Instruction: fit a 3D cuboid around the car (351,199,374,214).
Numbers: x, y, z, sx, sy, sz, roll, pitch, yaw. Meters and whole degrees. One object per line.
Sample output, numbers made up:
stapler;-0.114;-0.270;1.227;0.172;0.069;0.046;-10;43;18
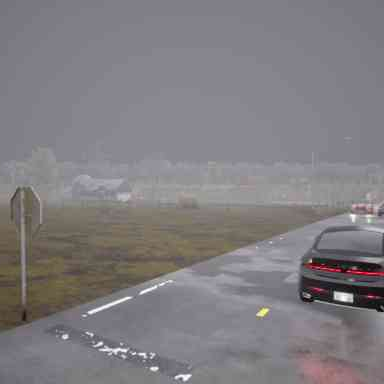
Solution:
car;20.031;1.644;39.049;2.097;1.767;4.553;0;-1;32

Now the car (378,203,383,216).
car;20.272;1.796;34.106;1.994;1.385;4.181;0;-1;32

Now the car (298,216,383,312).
car;3.812;1.517;7.633;1.837;1.490;4.892;0;0;32

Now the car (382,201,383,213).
car;25.428;1.896;42.540;1.812;1.442;4.674;0;-1;32
